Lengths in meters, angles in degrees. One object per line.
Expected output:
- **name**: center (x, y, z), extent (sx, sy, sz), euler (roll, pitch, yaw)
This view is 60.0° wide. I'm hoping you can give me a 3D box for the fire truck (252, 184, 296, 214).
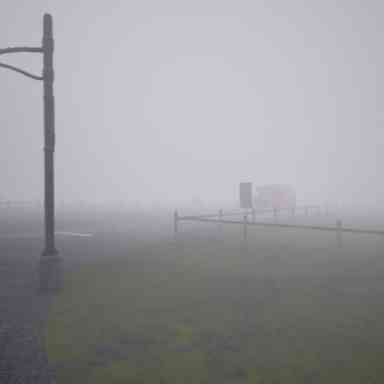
- **fire truck**: center (10.946, 0.896, 43.840), extent (2.891, 3.827, 8.468), euler (-1, -1, 36)
